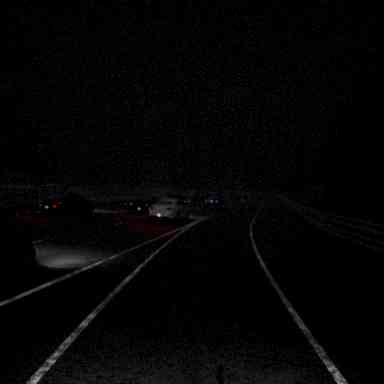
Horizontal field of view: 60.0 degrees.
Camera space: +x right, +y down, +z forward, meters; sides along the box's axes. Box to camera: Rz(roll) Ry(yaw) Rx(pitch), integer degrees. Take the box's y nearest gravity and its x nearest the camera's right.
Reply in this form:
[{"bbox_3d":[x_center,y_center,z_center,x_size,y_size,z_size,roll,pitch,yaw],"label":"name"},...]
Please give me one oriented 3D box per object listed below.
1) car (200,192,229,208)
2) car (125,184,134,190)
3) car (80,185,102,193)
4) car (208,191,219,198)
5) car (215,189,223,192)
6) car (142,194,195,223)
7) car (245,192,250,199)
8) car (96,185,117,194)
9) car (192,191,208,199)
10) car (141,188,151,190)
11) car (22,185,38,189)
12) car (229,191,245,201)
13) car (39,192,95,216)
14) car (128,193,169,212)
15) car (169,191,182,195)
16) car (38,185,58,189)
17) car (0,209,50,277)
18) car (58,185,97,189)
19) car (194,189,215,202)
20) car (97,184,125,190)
[{"bbox_3d":[2.819,1.095,40.517,2.033,1.411,5.357,3,1,13],"label":"car"},{"bbox_3d":[-13.144,-0.484,64.441,2.150,2.045,5.566,3,1,13],"label":"car"},{"bbox_3d":[-19.993,-0.604,65.903,1.837,1.490,4.892,3,1,13],"label":"car"},{"bbox_3d":[5.324,0.604,82.300,1.994,1.385,4.181,3,1,13],"label":"car"},{"bbox_3d":[5.131,0.490,65.892,2.150,2.045,5.566,3,1,13],"label":"car"},{"bbox_3d":[-1.445,1.140,22.117,1.812,1.442,4.674,3,1,13],"label":"car"},{"bbox_3d":[12.584,1.001,82.672,1.994,1.385,4.181,3,1,13],"label":"car"},{"bbox_3d":[-16.624,-0.428,64.962,1.882,1.535,5.008,3,1,13],"label":"car"},{"bbox_3d":[1.700,0.562,66.637,2.128,1.511,4.902,3,1,13],"label":"car"},{"bbox_3d":[-9.177,-0.039,66.134,1.882,1.535,5.008,3,1,13],"label":"car"},{"bbox_3d":[-23.569,-0.452,50.613,1.895,1.301,4.718,3,1,14],"label":"car"},{"bbox_3d":[8.509,0.958,65.061,2.128,1.511,4.902,3,1,13],"label":"car"},{"bbox_3d":[-8.455,0.747,22.817,1.812,1.442,4.674,3,1,13],"label":"car"},{"bbox_3d":[-3.630,0.997,28.183,1.895,1.301,4.718,3,1,13],"label":"car"},{"bbox_3d":[-2.567,0.655,48.229,1.812,1.442,4.674,3,1,13],"label":"car"},{"bbox_3d":[-20.190,-0.255,49.793,1.895,1.301,4.718,3,1,14],"label":"car"},{"bbox_3d":[-5.100,1.196,6.344,1.812,1.442,4.674,3,1,13],"label":"car"},{"bbox_3d":[-16.768,-0.110,49.064,2.033,1.411,5.357,3,1,14],"label":"car"},{"bbox_3d":[1.647,0.667,50.891,2.097,1.767,4.553,3,1,13],"label":"car"},{"bbox_3d":[-12.788,-0.246,50.624,2.150,2.045,5.566,3,1,14],"label":"car"}]
